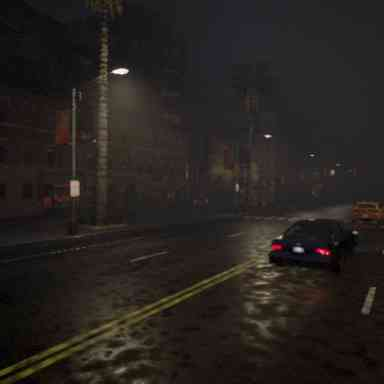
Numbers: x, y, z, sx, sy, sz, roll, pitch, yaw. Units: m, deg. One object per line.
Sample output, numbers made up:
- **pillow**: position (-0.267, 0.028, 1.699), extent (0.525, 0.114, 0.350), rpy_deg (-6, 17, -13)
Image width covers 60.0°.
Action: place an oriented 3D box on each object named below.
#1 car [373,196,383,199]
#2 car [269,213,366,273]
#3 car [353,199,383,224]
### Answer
- **car**: position (46.354, 1.905, 83.397), extent (1.994, 1.385, 4.181), rpy_deg (0, 0, 39)
- **car**: position (4.195, 1.592, 10.947), extent (2.033, 1.411, 5.357), rpy_deg (0, 0, 33)
- **car**: position (14.065, 1.589, 26.443), extent (1.882, 1.535, 5.008), rpy_deg (0, 0, 33)
